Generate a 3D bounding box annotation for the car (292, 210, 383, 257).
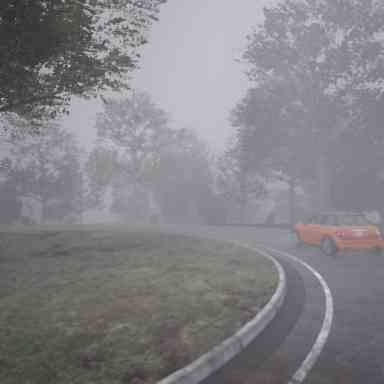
[{"bbox_3d":[6.106,1.657,14.628,2.097,1.767,4.553,-1,-1,-5],"label":"car"}]
